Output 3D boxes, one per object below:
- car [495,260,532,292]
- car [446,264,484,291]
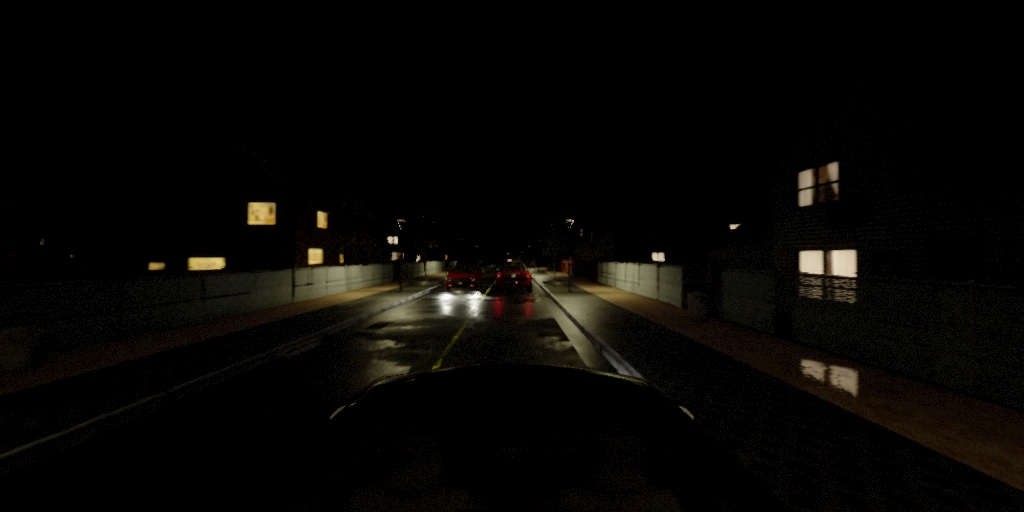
[{"bbox_3d":[0.091,1.129,21.857,2.097,1.767,4.553,0,0,0],"label":"car"},{"bbox_3d":[-2.860,1.256,22.363,1.882,1.535,5.008,0,0,0],"label":"car"}]
